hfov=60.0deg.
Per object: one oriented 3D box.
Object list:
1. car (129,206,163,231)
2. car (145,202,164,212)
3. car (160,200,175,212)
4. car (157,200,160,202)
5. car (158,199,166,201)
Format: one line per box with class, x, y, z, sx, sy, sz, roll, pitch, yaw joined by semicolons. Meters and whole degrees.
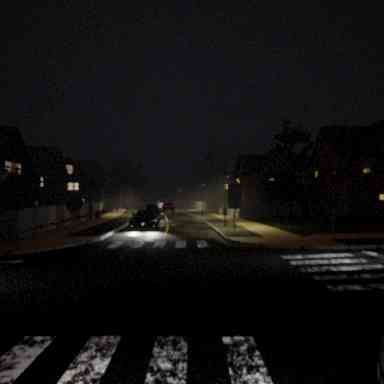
car;-3.324;1.957;23.862;1.994;1.385;4.181;0;-1;-3
car;-4.268;2.115;35.607;1.837;1.490;4.892;0;-1;-6
car;-3.892;2.477;53.990;1.837;1.490;4.892;0;-1;-10
car;-6.392;2.447;51.721;1.812;1.442;4.674;0;-1;-9
car;-5.853;2.438;63.919;2.150;2.045;5.566;0;-2;-13
